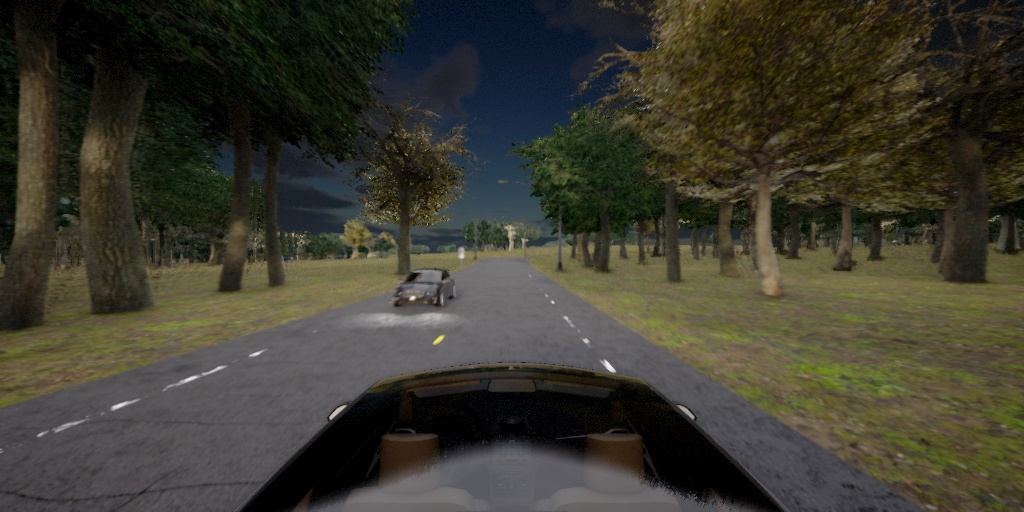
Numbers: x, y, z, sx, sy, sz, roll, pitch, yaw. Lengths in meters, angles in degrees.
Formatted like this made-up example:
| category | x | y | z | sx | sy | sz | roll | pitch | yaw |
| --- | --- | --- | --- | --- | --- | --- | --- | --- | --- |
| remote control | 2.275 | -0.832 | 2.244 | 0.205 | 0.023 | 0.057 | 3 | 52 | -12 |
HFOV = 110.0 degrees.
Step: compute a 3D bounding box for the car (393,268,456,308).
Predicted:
| category | x | y | z | sx | sy | sz | roll | pitch | yaw |
| --- | --- | --- | --- | --- | --- | --- | --- | --- | --- |
| car | -3.592 | 1.273 | 15.401 | 1.837 | 1.490 | 4.892 | 0 | 0 | 0 |
